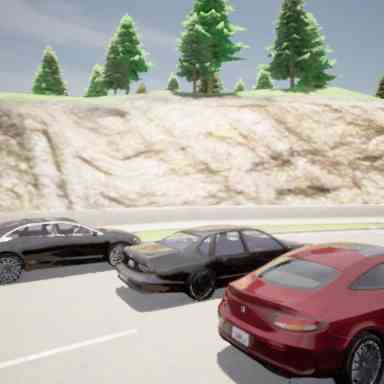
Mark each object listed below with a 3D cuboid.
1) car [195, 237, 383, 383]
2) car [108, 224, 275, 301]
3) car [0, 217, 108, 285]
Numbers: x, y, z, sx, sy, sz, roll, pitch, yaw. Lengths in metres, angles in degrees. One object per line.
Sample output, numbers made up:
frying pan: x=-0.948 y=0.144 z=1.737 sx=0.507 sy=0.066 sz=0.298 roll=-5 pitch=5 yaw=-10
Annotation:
car: x=2.562 y=1.499 z=5.019 sx=4.674 sy=1.442 sz=1.812 roll=0 pitch=0 yaw=-30
car: x=0.932 y=1.511 z=8.144 sx=5.357 sy=1.411 sz=2.033 roll=0 pitch=0 yaw=-29
car: x=-3.787 y=1.461 z=9.461 sx=4.902 sy=1.511 sz=2.128 roll=0 pitch=0 yaw=-34
